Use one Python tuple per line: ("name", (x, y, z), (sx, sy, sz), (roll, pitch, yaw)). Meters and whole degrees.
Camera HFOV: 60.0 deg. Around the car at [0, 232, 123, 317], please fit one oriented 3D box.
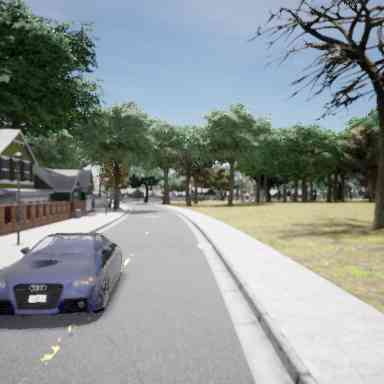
("car", (-2.765, 1.636, 7.603), (1.994, 1.385, 4.181), (0, -1, -5))
